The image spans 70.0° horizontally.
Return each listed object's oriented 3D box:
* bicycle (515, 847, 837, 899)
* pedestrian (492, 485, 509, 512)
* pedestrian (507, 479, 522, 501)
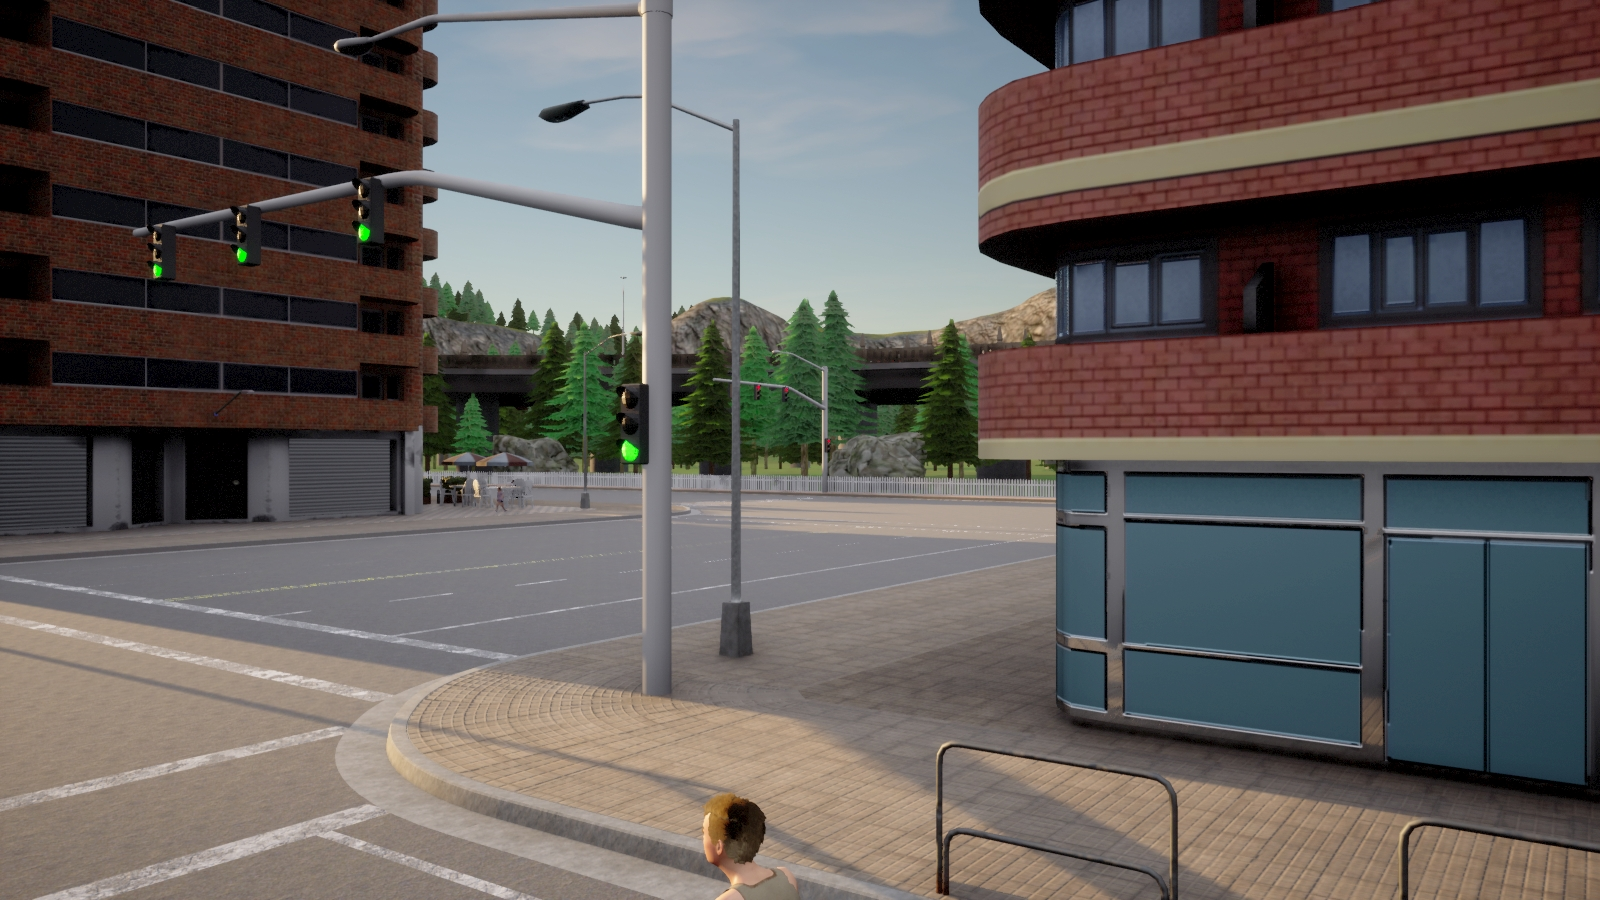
[{"bbox_3d":[-0.301,2.233,4.022,1.487,1.126,0.859,0,0,35],"label":"bicycle"},{"bbox_3d":[-12.440,2.027,47.464,0.500,1.100,0.500,0,0,25],"label":"pedestrian"},{"bbox_3d":[-14.508,2.019,58.072,0.500,1.100,0.500,0,0,25],"label":"pedestrian"}]
